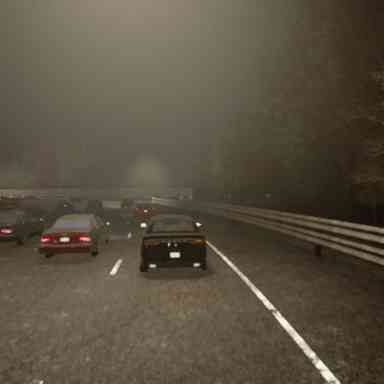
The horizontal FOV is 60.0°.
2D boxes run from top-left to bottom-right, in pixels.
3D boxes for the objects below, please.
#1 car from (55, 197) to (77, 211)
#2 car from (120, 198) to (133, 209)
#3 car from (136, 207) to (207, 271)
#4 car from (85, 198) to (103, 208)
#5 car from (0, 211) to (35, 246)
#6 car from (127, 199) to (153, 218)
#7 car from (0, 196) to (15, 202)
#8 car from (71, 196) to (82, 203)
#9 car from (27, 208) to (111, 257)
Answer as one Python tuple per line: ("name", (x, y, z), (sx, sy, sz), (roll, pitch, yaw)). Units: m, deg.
("car", (-16.121, 1.639, 42.055), (1.994, 1.385, 4.181), (0, 0, -23))
("car", (-9.191, 1.528, 47.724), (1.882, 1.535, 5.008), (0, 0, -14))
("car", (-0.693, 1.484, 11.083), (1.882, 1.535, 5.008), (0, 0, -6))
("car", (-12.777, 1.540, 43.165), (1.882, 1.535, 5.008), (0, 0, -23))
("car", (-8.250, 1.584, 15.362), (2.033, 1.411, 5.357), (0, 0, -9))
("car", (-4.483, 1.591, 30.171), (1.994, 1.385, 4.181), (0, 0, -16))
("car", (-46.809, 1.699, 82.253), (4.902, 1.511, 2.128), (0, 0, 36))
("car", (-24.827, 1.595, 69.997), (1.882, 1.535, 5.008), (0, 0, -39))
("car", (-4.387, 1.568, 13.093), (2.033, 1.411, 5.357), (0, 0, -8))
